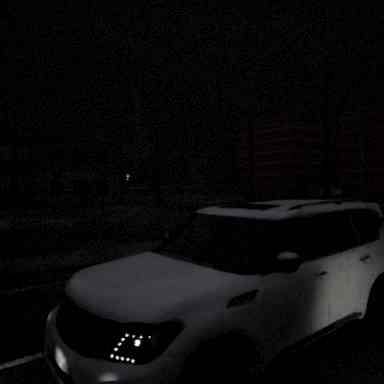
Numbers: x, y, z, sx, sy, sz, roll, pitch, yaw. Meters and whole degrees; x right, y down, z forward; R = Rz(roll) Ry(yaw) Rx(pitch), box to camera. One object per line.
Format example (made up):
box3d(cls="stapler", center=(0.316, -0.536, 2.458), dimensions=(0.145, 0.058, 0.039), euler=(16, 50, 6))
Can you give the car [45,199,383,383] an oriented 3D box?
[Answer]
box3d(cls="car", center=(0.956, 1.163, 4.791), dimensions=(5.566, 2.045, 2.150), euler=(-1, 1, -38))
